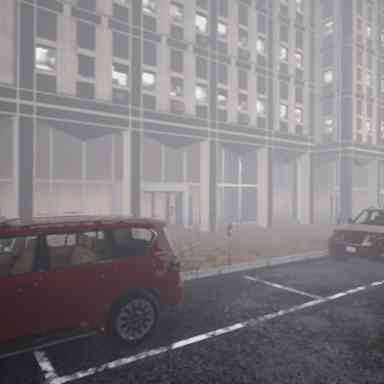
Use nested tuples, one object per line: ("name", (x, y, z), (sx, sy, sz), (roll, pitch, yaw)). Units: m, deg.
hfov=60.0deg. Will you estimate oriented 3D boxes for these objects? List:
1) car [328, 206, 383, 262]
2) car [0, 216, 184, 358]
("car", (6.820, 1.429, 11.444), (5.009, 1.841, 2.192), (1, -1, -36))
("car", (-2.448, 1.322, 4.818), (5.009, 1.841, 2.192), (1, -1, -36))
